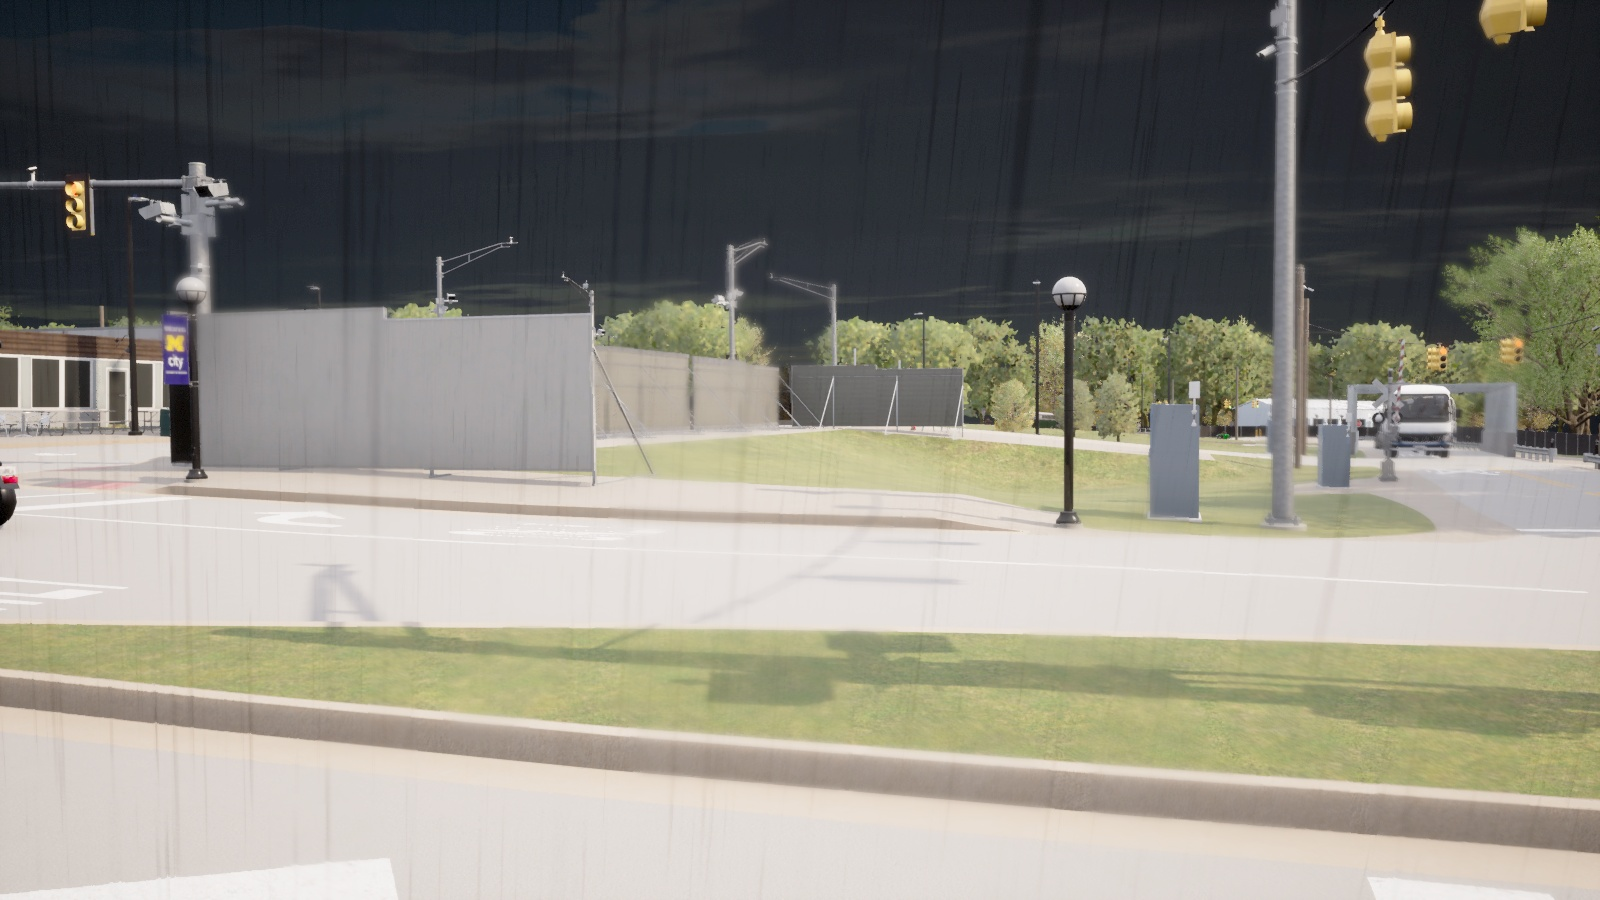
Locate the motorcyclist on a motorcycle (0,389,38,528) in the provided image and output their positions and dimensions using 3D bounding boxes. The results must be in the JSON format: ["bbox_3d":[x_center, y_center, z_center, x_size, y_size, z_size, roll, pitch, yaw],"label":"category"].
[{"bbox_3d":[-10.607,0.053,15.367,2.350,1.649,0.766,2,2,15],"label":"motorcyclist on a motorcycle"}]

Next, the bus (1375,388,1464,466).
[{"bbox_3d":[36.221,-1.412,73.823,3.944,4.253,10.273,1,2,23],"label":"bus"}]
